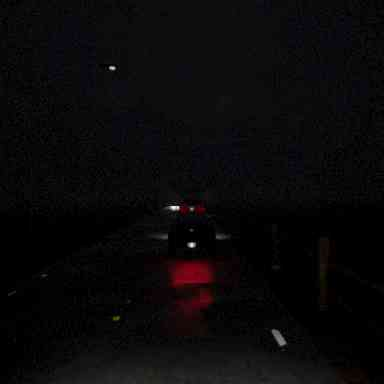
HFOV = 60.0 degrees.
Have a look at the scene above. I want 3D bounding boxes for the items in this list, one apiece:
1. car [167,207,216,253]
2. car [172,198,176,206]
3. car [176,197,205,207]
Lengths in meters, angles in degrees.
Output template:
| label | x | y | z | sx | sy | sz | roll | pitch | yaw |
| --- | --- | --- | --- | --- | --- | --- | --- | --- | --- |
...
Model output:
| label | x | y | z | sx | sy | sz | roll | pitch | yaw |
| --- | --- | --- | --- | --- | --- | --- | --- | --- | --- |
| car | -0.004 | 1.641 | 14.316 | 1.837 | 1.490 | 4.892 | 0 | 0 | 0 |
| car | -2.826 | 1.957 | 63.652 | 2.128 | 1.511 | 4.902 | 0 | 0 | 1 |
| car | -0.014 | 1.459 | 29.024 | 2.150 | 2.045 | 5.566 | 0 | 0 | 0 |
